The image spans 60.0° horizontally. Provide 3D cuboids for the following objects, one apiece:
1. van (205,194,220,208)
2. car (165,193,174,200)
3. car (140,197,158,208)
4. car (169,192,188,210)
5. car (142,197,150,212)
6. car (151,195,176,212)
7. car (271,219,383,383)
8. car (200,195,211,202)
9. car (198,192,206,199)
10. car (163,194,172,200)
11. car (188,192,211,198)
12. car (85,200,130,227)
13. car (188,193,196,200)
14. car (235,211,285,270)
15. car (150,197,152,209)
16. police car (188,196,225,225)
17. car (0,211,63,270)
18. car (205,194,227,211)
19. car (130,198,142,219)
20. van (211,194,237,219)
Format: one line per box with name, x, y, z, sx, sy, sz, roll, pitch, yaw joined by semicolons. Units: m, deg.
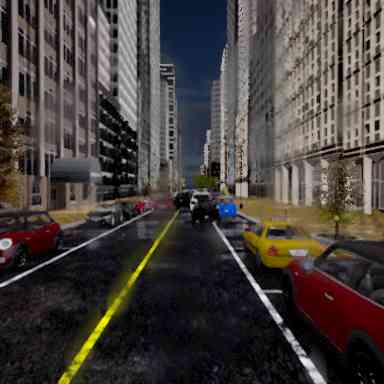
van;2.682;1.133;44.645;1.690;1.788;3.998;-1;0;0
car;-5.697;1.045;84.430;1.967;1.590;4.097;-1;0;0
car;-5.696;1.374;44.646;1.802;1.307;4.206;-1;0;0
car;-0.141;1.037;39.324;2.150;2.045;5.566;-1;0;24
car;-5.697;1.389;33.279;1.887;1.381;4.507;-1;0;0
car;-3.093;1.353;37.043;1.812;1.442;4.674;0;0;0
car;2.682;1.417;4.860;1.967;1.590;4.097;-1;0;0
car;2.685;1.236;67.380;2.008;1.369;4.403;-1;0;0
car;2.682;0.893;90.113;2.192;1.841;5.009;-1;0;0
car;-5.696;1.213;78.747;1.802;1.307;4.206;-1;0;0
car;0.901;1.070;32.970;2.150;2.045;5.566;0;0;0
car;-5.697;1.448;21.911;2.008;1.369;4.403;-1;0;0
car;0.002;1.068;73.950;1.812;1.442;4.674;0;0;0
car;2.683;1.475;10.714;1.752;1.417;4.829;-1;0;0
car;-5.697;1.369;38.962;2.008;1.369;4.403;-1;0;0
police car;0.900;1.317;23.050;1.930;1.638;5.238;0;0;0
car;-5.698;1.390;10.544;1.967;1.590;4.097;-1;0;0
car;2.682;1.133;38.961;2.192;1.841;5.009;-1;0;0
car;-5.697;1.437;27.595;1.947;1.339;4.313;-1;0;0
van;2.682;1.212;27.594;1.690;1.788;3.998;-1;0;0
